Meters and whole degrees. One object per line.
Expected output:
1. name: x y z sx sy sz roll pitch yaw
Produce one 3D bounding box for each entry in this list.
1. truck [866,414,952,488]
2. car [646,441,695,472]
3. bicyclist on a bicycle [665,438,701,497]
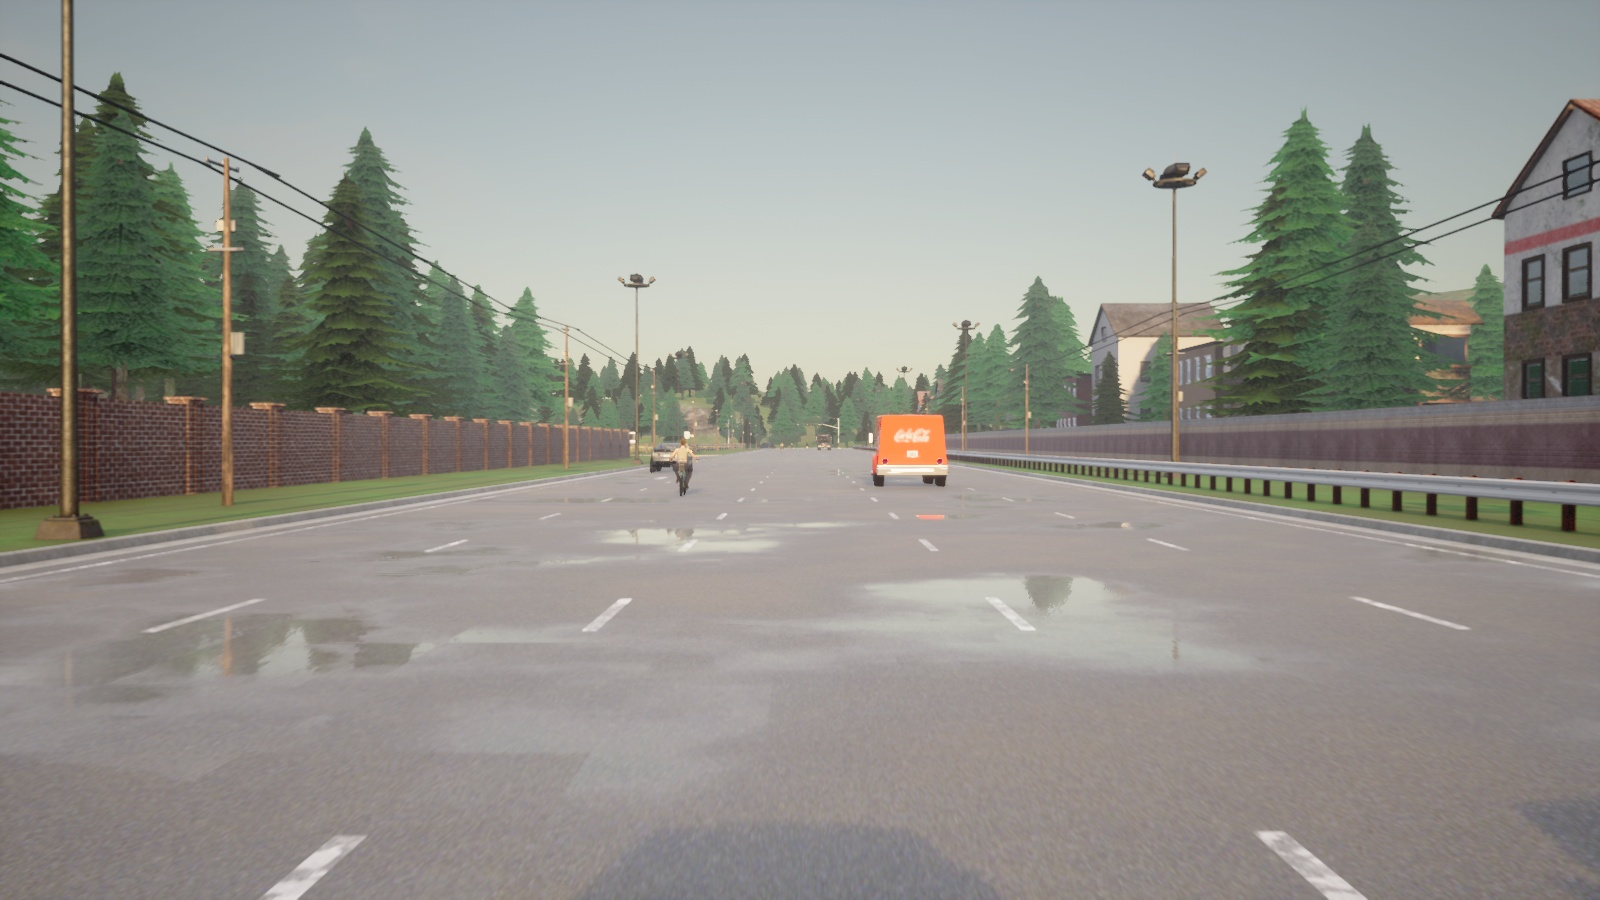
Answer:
1. truck: 3.770 0.012 44.458 2.627 2.467 5.204 0 0 0
2. car: -6.616 0.324 64.571 2.007 1.525 4.514 0 0 0
3. bicyclist on a bicycle: -3.288 0.481 35.383 0.866 1.612 1.509 0 0 1
